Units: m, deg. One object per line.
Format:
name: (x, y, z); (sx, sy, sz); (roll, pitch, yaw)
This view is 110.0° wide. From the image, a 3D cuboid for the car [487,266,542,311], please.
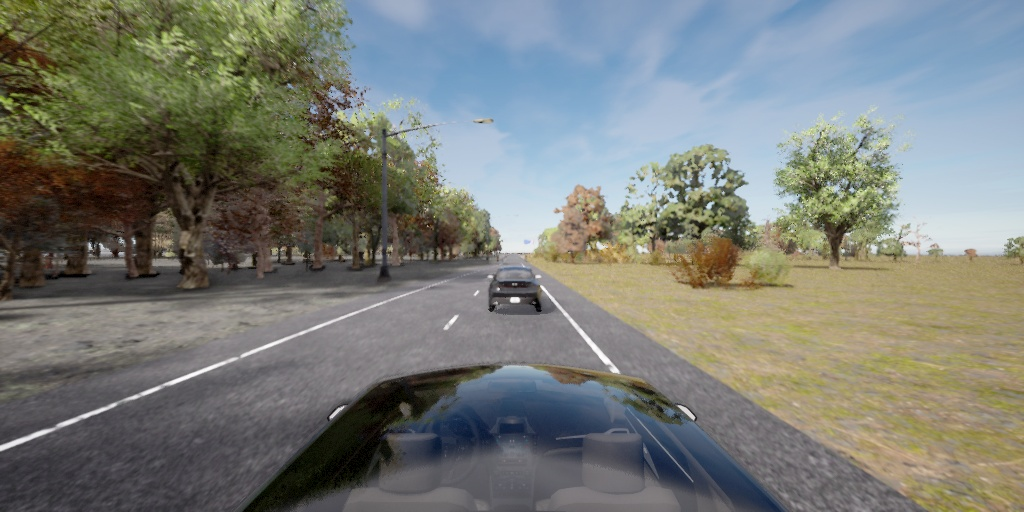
car: (0.099, 1.133, 13.842); (1.837, 1.490, 4.892); (0, 1, 0)
